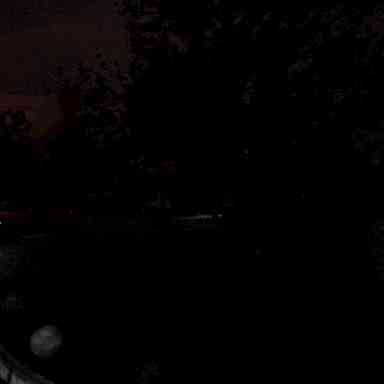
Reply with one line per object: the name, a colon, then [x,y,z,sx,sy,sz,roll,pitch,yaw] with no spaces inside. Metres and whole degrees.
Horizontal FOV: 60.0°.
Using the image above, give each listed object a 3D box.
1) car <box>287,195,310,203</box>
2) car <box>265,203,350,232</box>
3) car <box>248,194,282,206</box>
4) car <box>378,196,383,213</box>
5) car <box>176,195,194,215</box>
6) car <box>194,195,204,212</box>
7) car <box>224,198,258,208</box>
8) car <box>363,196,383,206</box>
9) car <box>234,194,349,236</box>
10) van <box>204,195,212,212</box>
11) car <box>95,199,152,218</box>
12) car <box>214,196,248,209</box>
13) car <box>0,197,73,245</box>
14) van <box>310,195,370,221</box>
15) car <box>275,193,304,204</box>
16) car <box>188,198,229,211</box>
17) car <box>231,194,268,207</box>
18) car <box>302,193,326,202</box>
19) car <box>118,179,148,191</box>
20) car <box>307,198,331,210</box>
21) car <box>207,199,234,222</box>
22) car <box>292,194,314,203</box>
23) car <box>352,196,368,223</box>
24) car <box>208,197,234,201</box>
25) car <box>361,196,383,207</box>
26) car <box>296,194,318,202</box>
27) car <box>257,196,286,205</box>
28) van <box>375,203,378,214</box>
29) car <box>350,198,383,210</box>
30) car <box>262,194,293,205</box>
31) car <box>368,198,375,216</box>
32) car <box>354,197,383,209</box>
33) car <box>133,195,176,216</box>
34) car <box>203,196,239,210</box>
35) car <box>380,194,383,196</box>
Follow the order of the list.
car: [23.212,1.489,72.724,4.553,1.767,2.185,-1,-1,16]
car: [7.114,1.551,20.949,4.792,1.488,2.163,1,1,15]
car: [12.739,1.361,57.944,5.566,2.045,2.435,-1,-1,16]
car: [17.446,1.529,35.407,4.892,1.521,2.231,0,0,15]
car: [-3.056,1.356,35.816,5.566,2.045,2.435,-1,-1,15]
car: [-1.358,1.483,38.287,4.553,1.767,2.185,-1,-1,15]
car: [7.479,1.641,50.562,4.792,1.488,2.163,-1,-1,16]
car: [31.197,1.530,54.693,5.008,1.535,2.097,0,1,16]
car: [5.453,1.270,18.551,5.566,2.045,2.435,0,0,16]
van: [0.312,1.386,40.760,4.442,1.987,1.878,-1,0,15]
car: [-6.617,1.635,30.883,4.792,1.488,2.163,-1,0,16]
car: [5.720,1.485,48.102,4.553,1.767,2.185,-1,0,15]
car: [-8.328,1.302,16.605,2.150,2.045,5.566,0,0,16]
van: [12.411,1.301,28.157,4.442,1.987,1.878,0,0,16]
car: [19.757,1.362,67.795,5.566,2.045,2.435,-1,-1,15]
car: [2.179,1.612,43.197,4.892,1.521,2.231,-1,-1,15]
car: [9.171,1.361,53.042,5.566,2.045,2.435,-1,0,15]
car: [30.229,1.364,82.561,5.566,2.045,2.435,-1,0,16]
car: [-7.232,-0.900,42.003,2.128,1.511,4.902,0,4,36]
car: [17.515,1.576,45.664,1.837,1.490,4.892,0,0,35]
car: [3.472,1.542,25.956,1.882,1.535,5.008,0,0,35]
car: [24.965,1.489,75.192,4.553,1.767,2.185,-1,-1,15]
car: [8.832,1.272,23.368,5.566,2.045,2.435,0,1,16]
car: [4.198,1.585,35.907,2.128,1.511,4.902,0,0,36]
car: [29.656,1.529,52.234,5.366,1.575,1.946,1,0,16]
car: [26.778,1.488,77.630,4.553,1.767,2.185,-1,0,15]
car: [14.474,1.614,60.400,4.892,1.521,2.231,-1,0,16]
van: [14.130,1.302,30.566,4.442,1.987,1.878,1,0,16]
car: [24.293,1.559,45.049,4.792,1.488,2.163,0,1,15]
car: [16.189,1.362,62.888,5.566,2.045,2.435,-1,0,15]
car: [10.552,1.273,25.776,5.566,2.045,2.435,1,1,16]
car: [26.220,1.528,47.417,5.366,1.575,1.946,1,0,16]
car: [-4.867,1.355,33.349,5.566,2.045,2.435,-1,0,16]
car: [3.968,1.485,45.631,4.553,1.767,2.185,-1,0,16]
car: [19.198,1.403,37.812,4.553,1.767,2.185,1,1,16]
